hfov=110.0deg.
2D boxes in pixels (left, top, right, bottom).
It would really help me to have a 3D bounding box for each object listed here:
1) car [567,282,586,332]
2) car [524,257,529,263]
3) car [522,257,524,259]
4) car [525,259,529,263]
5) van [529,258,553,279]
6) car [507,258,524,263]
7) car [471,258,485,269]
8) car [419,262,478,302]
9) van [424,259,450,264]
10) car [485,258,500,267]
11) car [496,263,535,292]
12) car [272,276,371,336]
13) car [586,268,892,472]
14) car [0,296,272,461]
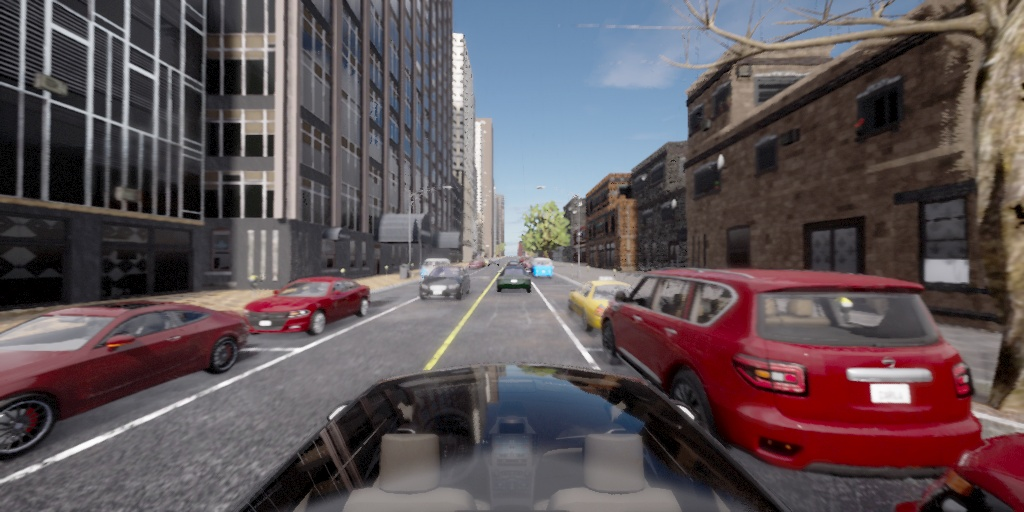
[{"bbox_3d":[2.698,1.282,10.669,1.751,1.417,4.829,0,0,0],"label":"car"},{"bbox_3d":[2.717,1.202,43.778,1.967,1.591,4.097,0,0,0],"label":"car"},{"bbox_3d":[2.723,1.303,54.872,1.888,1.381,4.507,0,0,0],"label":"car"},{"bbox_3d":[2.714,1.329,38.232,1.948,1.339,4.313,0,0,0],"label":"car"},{"bbox_3d":[2.710,1.104,32.685,1.690,1.789,3.998,0,0,0],"label":"van"},{"bbox_3d":[0.126,1.288,42.479,1.812,1.442,4.674,0,0,0],"label":"car"},{"bbox_3d":[-5.657,1.340,54.874,1.802,1.307,4.207,0,0,0],"label":"car"},{"bbox_3d":[-3.089,1.252,17.361,2.128,1.511,4.902,0,0,0],"label":"car"},{"bbox_3d":[-5.673,1.104,27.143,1.690,1.789,3.998,0,0,0],"label":"van"},{"bbox_3d":[-2.966,1.014,58.616,2.033,1.411,5.357,0,0,0],"label":"car"},{"bbox_3d":[0.112,1.326,21.518,1.994,1.385,4.181,0,0,0],"label":"car"},{"bbox_3d":[-5.683,1.302,10.503,1.888,1.381,4.507,0,0,0],"label":"car"},{"bbox_3d":[2.695,1.068,4.952,2.192,1.841,5.009,0,0,0],"label":"car"},{"bbox_3d":[-5.686,1.335,4.956,1.802,1.307,4.207,0,0,0],"label":"car"}]
